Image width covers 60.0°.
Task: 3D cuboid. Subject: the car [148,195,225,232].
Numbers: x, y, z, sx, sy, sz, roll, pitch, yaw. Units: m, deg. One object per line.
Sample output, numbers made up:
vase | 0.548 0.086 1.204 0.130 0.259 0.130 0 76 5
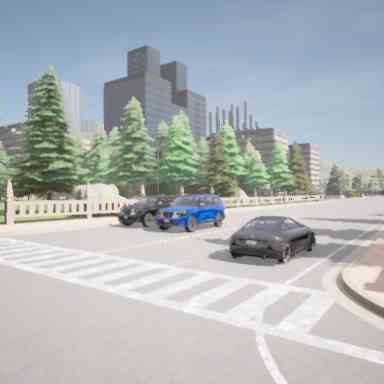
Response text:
car | 0.062 1.209 20.370 2.150 2.045 5.566 0 0 32

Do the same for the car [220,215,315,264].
car | 3.020 1.559 12.096 1.994 1.385 4.181 0 0 35

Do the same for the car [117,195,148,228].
car | -2.489 1.206 22.736 2.150 2.045 5.566 0 0 35
